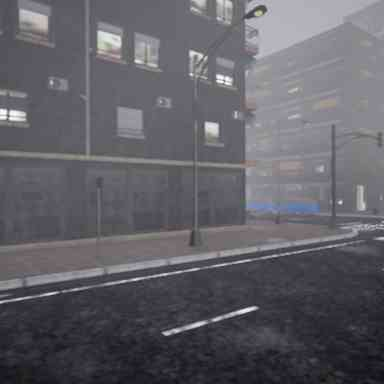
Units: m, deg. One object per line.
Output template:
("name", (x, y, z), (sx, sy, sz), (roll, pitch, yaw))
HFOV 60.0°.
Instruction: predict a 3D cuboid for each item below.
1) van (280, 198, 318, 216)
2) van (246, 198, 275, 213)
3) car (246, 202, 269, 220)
("van", (11.379, 1.561, 35.594), (1.690, 1.788, 3.998), (-1, 0, -36))
("van", (8.065, 1.634, 40.111), (1.690, 1.788, 3.998), (-1, 0, -36))
("car", (4.638, 1.844, 30.679), (1.802, 1.307, 4.206), (-1, 0, -36))
